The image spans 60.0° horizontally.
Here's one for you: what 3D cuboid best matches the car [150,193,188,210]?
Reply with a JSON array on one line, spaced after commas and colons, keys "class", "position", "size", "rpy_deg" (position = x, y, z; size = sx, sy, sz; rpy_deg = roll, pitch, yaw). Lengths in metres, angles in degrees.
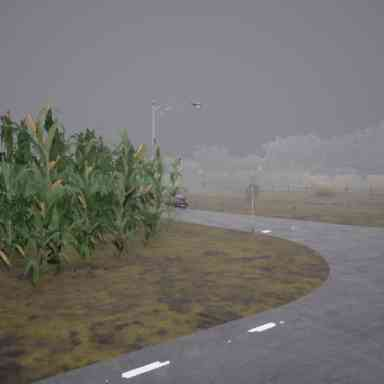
[{"class": "car", "position": [-2.281, 0.890, 31.523], "size": [1.837, 1.490, 4.892], "rpy_deg": [-1, 2, -35]}]
